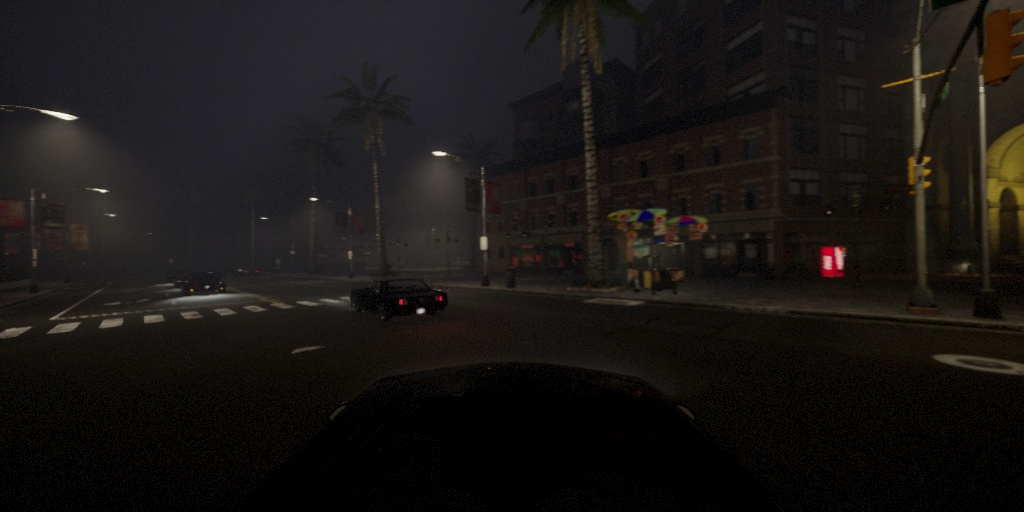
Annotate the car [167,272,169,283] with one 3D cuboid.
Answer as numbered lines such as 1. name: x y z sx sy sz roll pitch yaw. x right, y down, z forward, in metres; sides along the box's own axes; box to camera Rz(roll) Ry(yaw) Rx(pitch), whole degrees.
1. car: -35.151 2.117 37.990 4.181 1.385 1.994 -1 0 44

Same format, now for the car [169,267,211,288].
1. car: -27.871 1.934 30.955 5.357 1.411 2.033 -1 0 44

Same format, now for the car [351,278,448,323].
1. car: -4.244 1.446 12.867 1.895 1.301 4.718 -1 0 -39

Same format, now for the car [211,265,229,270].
1. car: -38.322 2.188 45.939 4.181 1.385 1.994 -1 0 40

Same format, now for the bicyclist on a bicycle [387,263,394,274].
1. bicyclist on a bicycle: -12.751 1.338 36.434 0.582 1.620 1.656 -1 0 44

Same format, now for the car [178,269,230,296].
1. car: -20.390 1.779 23.676 4.181 1.385 1.994 -1 0 44

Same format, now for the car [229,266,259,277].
1. car: -35.915 2.116 48.478 5.357 1.411 2.033 -1 0 40
